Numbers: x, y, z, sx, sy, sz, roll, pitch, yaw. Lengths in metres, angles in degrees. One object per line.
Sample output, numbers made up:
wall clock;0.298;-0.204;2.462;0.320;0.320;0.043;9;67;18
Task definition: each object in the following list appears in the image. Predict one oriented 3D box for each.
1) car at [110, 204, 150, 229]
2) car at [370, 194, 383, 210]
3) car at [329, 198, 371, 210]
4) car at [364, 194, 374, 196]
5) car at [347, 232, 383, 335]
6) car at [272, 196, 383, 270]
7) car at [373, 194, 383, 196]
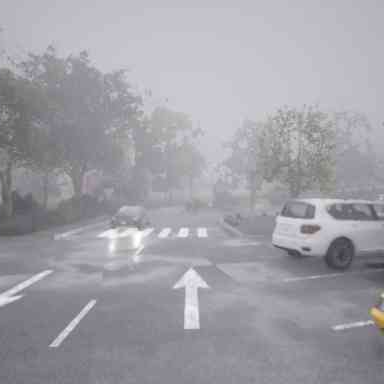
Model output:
car;-3.929;1.556;21.776;1.812;1.442;4.674;0;0;2
car;26.940;1.316;44.258;2.435;2.045;5.566;1;-1;-22
car;20.857;1.594;44.125;2.163;1.488;4.792;0;-1;-21
car;23.880;1.315;44.214;2.435;2.045;5.566;0;-1;-22
car;5.188;1.488;4.946;5.366;1.575;1.946;1;0;-20
car;5.364;1.250;11.039;5.566;2.045;2.435;1;0;-20
car;18.296;1.283;27.060;2.435;2.045;5.566;0;1;-21
